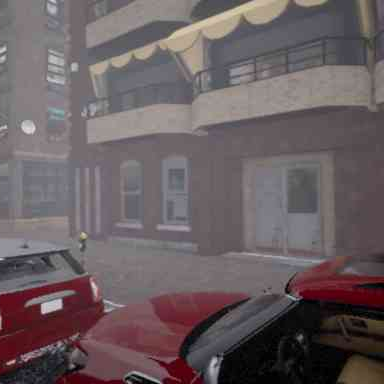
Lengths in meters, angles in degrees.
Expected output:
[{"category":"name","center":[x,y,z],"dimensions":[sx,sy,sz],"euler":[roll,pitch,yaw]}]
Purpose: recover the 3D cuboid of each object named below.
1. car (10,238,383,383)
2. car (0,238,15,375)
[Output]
[{"category":"car","center":[1.312,1.315,1.961],"dimensions":[5.009,1.841,2.192],"euler":[0,-1,36]},{"category":"car","center":[-3.318,1.442,5.262],"dimensions":[4.097,1.590,1.967],"euler":[0,-1,36]}]
